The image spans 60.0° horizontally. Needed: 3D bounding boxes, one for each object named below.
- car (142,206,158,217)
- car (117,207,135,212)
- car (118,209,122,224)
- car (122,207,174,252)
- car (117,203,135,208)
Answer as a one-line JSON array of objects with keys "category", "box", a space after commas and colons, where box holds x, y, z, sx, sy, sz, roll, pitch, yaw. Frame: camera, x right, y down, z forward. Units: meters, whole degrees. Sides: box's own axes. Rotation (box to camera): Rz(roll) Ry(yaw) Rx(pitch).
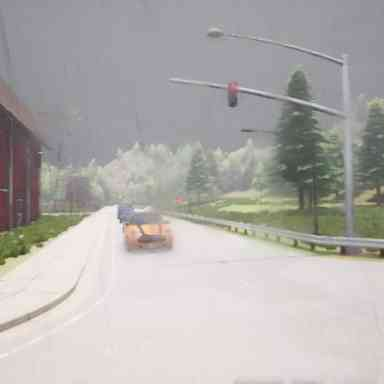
[{"category": "car", "box": [-6.458, 2.946, 50.600, 1.812, 1.442, 4.674, -1, -2, -13]}, {"category": "car", "box": [-6.714, 2.616, 35.592, 1.994, 1.385, 4.181, -1, -1, -14]}, {"category": "car", "box": [-4.429, 2.312, 25.908, 2.033, 1.411, 5.357, -1, -1, -13]}, {"category": "car", "box": [-2.245, 1.841, 16.648, 2.097, 1.767, 4.553, -1, -1, -13]}, {"category": "car", "box": [-9.074, 2.574, 45.744, 2.150, 2.045, 5.566, -1, -1, -13]}]
